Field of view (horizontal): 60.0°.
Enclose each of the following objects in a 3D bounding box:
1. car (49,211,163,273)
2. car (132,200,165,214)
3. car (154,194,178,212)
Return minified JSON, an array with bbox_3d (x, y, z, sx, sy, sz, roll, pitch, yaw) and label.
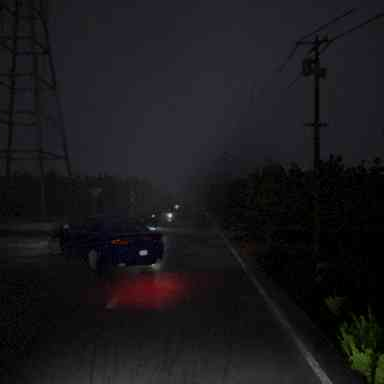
[{"bbox_3d":[-2.950,1.480,10.881,1.882,1.535,5.008,3,-2,-41],"label":"car"},{"bbox_3d":[-3.298,1.572,24.337,1.812,1.442,4.674,0,0,0],"label":"car"},{"bbox_3d":[-3.296,1.299,40.651,2.150,2.045,5.566,0,0,0],"label":"car"}]
